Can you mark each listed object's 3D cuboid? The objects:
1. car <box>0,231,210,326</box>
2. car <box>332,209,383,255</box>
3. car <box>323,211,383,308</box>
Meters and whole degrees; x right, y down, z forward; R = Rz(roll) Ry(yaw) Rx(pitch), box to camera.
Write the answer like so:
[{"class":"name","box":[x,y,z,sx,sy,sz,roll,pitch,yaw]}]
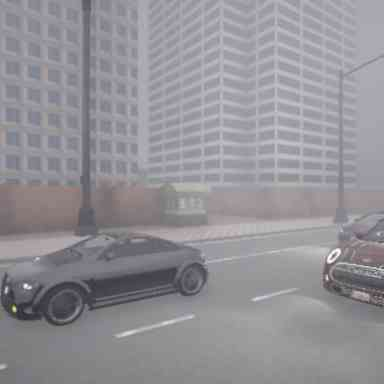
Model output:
[{"class":"car","box":[-1.668,1.564,7.084,4.181,1.385,1.994,0,0,-35]},{"class":"car","box":[8.093,1.535,14.010,4.674,1.442,1.812,0,0,-35]},{"class":"car","box":[5.018,1.358,7.539,4.553,1.767,2.097,0,0,-35]}]
